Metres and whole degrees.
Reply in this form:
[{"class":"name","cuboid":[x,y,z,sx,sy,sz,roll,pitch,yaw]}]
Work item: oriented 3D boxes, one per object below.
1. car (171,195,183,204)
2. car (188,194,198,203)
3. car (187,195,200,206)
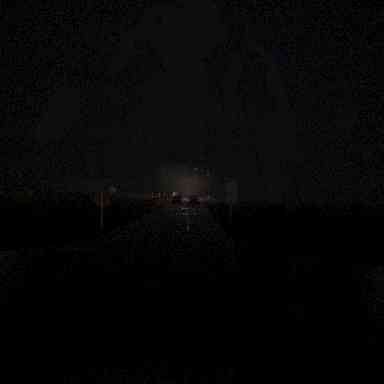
[{"class":"car","cuboid":[-2.509,1.304,57.808,1.882,1.535,5.008,0,1,0]},{"class":"car","cuboid":[0.263,1.262,62.803,1.837,1.490,4.892,0,1,0]},{"class":"car","cuboid":[0.220,1.408,52.769,1.812,1.442,4.674,0,1,0]}]
